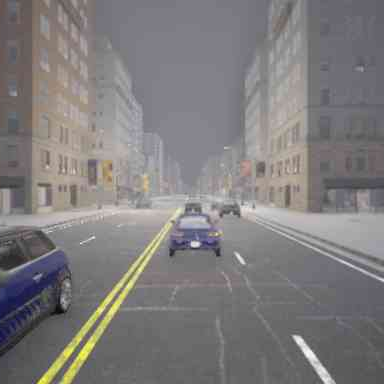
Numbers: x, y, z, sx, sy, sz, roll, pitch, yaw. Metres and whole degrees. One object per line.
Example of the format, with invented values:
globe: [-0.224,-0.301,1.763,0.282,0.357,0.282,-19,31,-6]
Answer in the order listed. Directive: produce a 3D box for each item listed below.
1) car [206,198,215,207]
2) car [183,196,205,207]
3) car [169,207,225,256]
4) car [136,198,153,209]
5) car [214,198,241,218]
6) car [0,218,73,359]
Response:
car: [3.262,1.525,40.951,2.128,1.511,4.902,0,0,0]
car: [0.111,1.531,35.354,1.837,1.490,4.892,0,0,0]
car: [0.103,1.534,13.105,1.812,1.442,4.674,0,0,0]
car: [-6.493,1.545,45.587,1.837,1.490,4.892,0,0,0]
car: [3.356,1.528,30.617,1.837,1.490,4.892,0,0,0]
car: [-3.349,1.354,4.533,2.097,1.767,4.553,0,0,0]
